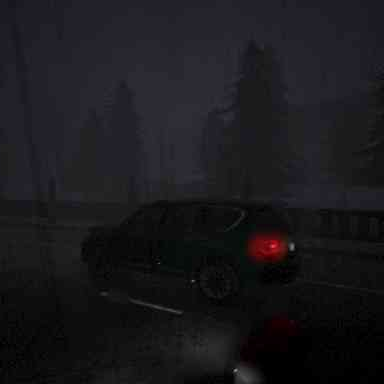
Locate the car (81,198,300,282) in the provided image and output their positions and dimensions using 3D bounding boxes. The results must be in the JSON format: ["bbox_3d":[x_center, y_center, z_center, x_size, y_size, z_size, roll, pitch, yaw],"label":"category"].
[{"bbox_3d":[-0.239,1.167,8.124,5.566,2.045,2.150,1,0,33],"label":"car"}]

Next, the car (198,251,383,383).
[{"bbox_3d":[2.414,1.524,2.114,4.674,1.442,1.812,1,0,36],"label":"car"}]
